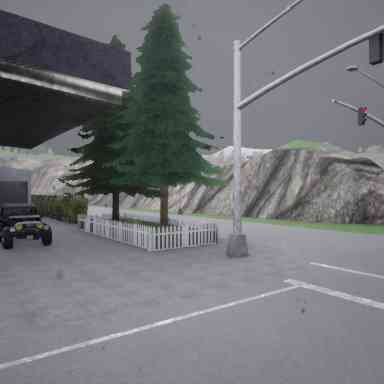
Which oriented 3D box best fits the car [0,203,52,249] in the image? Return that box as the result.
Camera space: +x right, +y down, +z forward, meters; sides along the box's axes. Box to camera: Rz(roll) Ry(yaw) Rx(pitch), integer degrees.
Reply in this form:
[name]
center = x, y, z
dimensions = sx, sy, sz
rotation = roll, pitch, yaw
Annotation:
[car]
center = -8.053, 1.505, 15.798
dimensions = 1.905, 1.878, 3.866
rotation = 0, 0, -37
